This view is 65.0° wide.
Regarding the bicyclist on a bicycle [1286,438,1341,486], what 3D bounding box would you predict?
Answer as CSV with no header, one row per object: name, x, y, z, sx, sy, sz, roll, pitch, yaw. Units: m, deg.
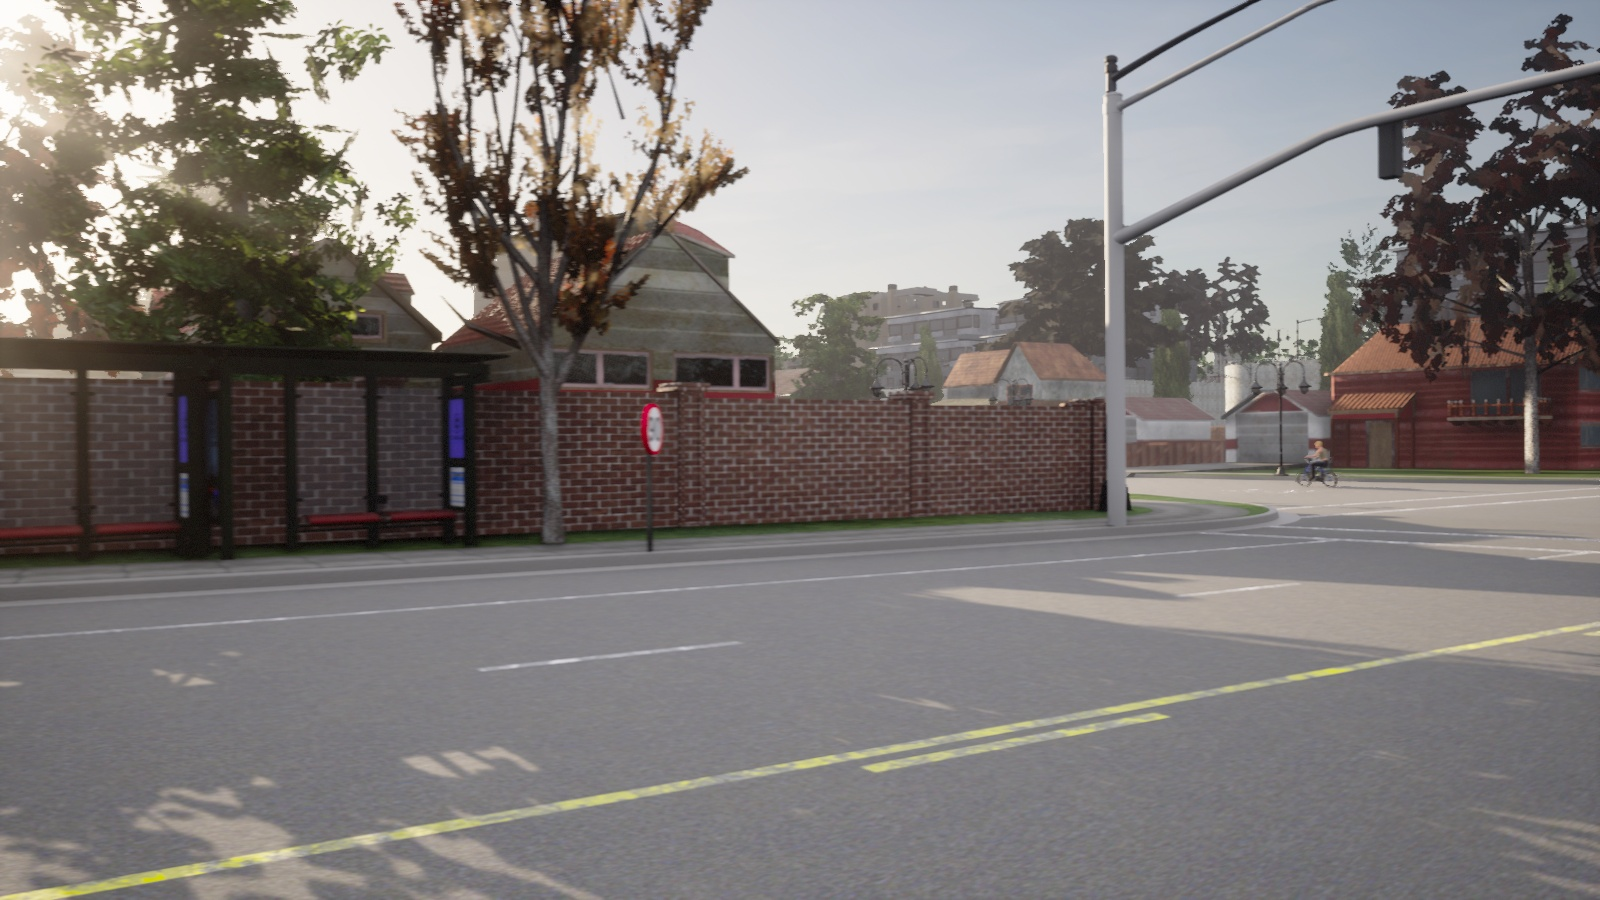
bicyclist on a bicycle,17.664,0.418,43.204,0.866,1.612,1.509,-1,0,-36
